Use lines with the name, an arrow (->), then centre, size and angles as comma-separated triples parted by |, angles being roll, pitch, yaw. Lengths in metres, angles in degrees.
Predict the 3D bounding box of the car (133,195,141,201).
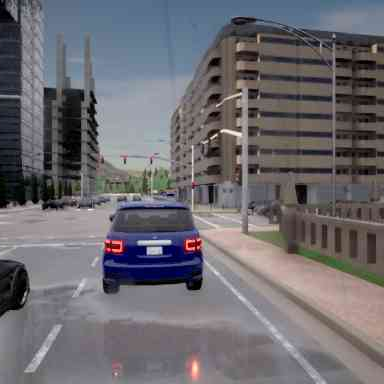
car -> -14.478, 1.542, 87.271 | 2.033, 1.411, 5.357 | 0, 0, -10

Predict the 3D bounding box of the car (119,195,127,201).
car -> -17.927, 1.555, 86.678 | 1.994, 1.385, 4.181 | 0, 0, -10

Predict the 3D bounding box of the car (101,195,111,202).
car -> -19.519, 1.528, 75.257 | 1.812, 1.442, 4.674 | 0, 0, -10

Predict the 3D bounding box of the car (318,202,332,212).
car -> 16.133, 1.563, 36.085 | 4.892, 1.490, 1.837 | 0, 0, -10

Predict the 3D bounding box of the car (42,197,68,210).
car -> -17.462, 1.604, 41.998 | 1.895, 1.301, 4.718 | 0, 0, -10

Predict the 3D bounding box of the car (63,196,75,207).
car -> -18.961, 1.356, 50.767 | 2.097, 1.767, 4.553 | 0, 0, -10

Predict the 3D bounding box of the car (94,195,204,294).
car -> -1.089, 1.222, 9.058 | 2.150, 2.045, 5.566 | 0, 0, -8

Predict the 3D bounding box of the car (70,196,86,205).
car -> -20.513, 1.531, 60.002 | 1.812, 1.442, 4.674 | 0, 0, -9

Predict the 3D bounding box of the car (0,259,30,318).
car -> -4.093, 1.564, 5.075 | 1.994, 1.385, 4.181 | 0, 0, -7

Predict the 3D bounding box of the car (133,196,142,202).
car -> -12.777, 1.554, 77.354 | 1.994, 1.385, 4.181 | 0, 0, -10

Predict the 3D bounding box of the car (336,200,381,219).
car -> 14.866, 1.621, 28.548 | 4.181, 1.385, 1.994 | 0, 0, -10

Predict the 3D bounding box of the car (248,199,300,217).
car -> 8.027, 1.410, 31.095 | 4.553, 1.767, 2.097 | 0, 0, -10

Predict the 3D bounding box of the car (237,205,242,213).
car -> 7.058, 1.563, 34.477 | 4.892, 1.490, 1.837 | 0, 0, -10

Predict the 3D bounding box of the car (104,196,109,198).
car -> -17.809, 1.569, 65.141 | 1.994, 1.385, 4.181 | 0, 0, -10

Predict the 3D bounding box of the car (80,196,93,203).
car -> -22.113, 1.558, 69.674 | 1.994, 1.385, 4.181 | 0, 0, -10

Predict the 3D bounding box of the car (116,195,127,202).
car -> -16.207, 1.530, 76.648 | 2.128, 1.511, 4.902 | 0, 0, -10

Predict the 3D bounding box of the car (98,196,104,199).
car -> -16.165, 1.530, 55.233 | 1.812, 1.442, 4.674 | 0, 0, -10

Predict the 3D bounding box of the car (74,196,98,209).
car -> -14.649, 1.509, 46.336 | 1.837, 1.490, 4.892 | 0, 0, -10
